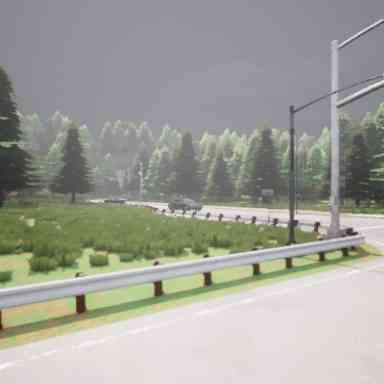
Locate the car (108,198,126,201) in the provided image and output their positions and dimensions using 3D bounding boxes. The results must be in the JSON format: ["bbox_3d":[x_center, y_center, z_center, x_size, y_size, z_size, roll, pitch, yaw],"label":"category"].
[{"bbox_3d":[-12.331,1.551,53.639,1.895,1.301,4.718,0,0,-34],"label":"car"}]

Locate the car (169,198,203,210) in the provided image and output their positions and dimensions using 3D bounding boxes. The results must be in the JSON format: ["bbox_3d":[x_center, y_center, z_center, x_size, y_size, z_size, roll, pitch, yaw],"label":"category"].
[{"bbox_3d":[-0.734,1.434,37.142,1.837,1.490,4.892,0,0,-36],"label":"car"}]
